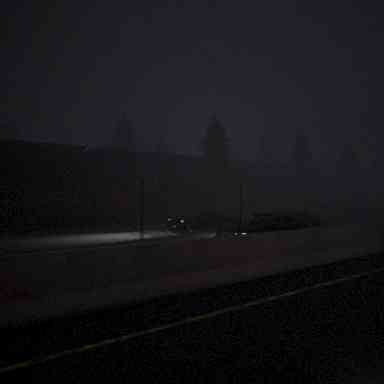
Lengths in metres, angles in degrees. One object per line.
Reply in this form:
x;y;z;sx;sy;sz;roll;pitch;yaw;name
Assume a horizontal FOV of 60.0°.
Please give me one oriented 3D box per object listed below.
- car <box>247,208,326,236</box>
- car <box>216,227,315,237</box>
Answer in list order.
6.206;1.841;21.557;5.357;1.411;2.033;1;-1;-36;car
3.258;1.691;15.065;4.902;1.511;2.128;1;-1;-36;car
